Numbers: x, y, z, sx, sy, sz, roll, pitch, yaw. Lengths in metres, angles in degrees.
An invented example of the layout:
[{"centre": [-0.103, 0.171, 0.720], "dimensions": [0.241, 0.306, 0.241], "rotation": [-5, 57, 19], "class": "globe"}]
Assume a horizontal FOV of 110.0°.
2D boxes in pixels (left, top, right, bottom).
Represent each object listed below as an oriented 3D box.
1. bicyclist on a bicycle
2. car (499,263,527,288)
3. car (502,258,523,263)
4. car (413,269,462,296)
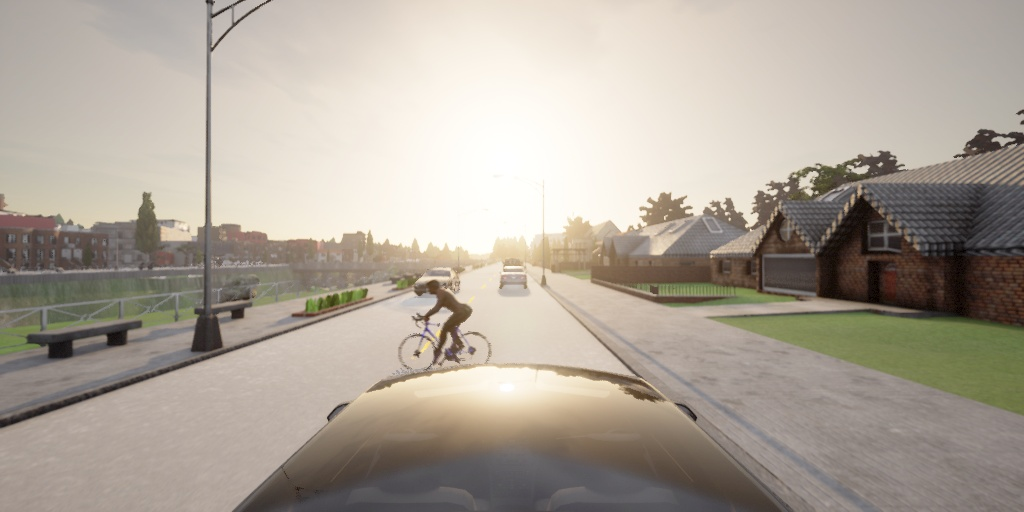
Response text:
[{"centre": [-1.203, 1.231, 6.318], "dimensions": [1.656, 1.620, 0.582], "rotation": [-2, 0, 0], "class": "bicyclist on a bicycle"}, {"centre": [0.078, 1.453, 25.189], "dimensions": [2.033, 1.411, 5.357], "rotation": [0, -1, -1], "class": "car"}, {"centre": [0.031, 1.235, 41.156], "dimensions": [2.150, 2.045, 5.566], "rotation": [0, 0, 0], "class": "car"}, {"centre": [-4.060, 1.423, 20.456], "dimensions": [2.033, 1.411, 5.357], "rotation": [0, 0, 0], "class": "car"}]
